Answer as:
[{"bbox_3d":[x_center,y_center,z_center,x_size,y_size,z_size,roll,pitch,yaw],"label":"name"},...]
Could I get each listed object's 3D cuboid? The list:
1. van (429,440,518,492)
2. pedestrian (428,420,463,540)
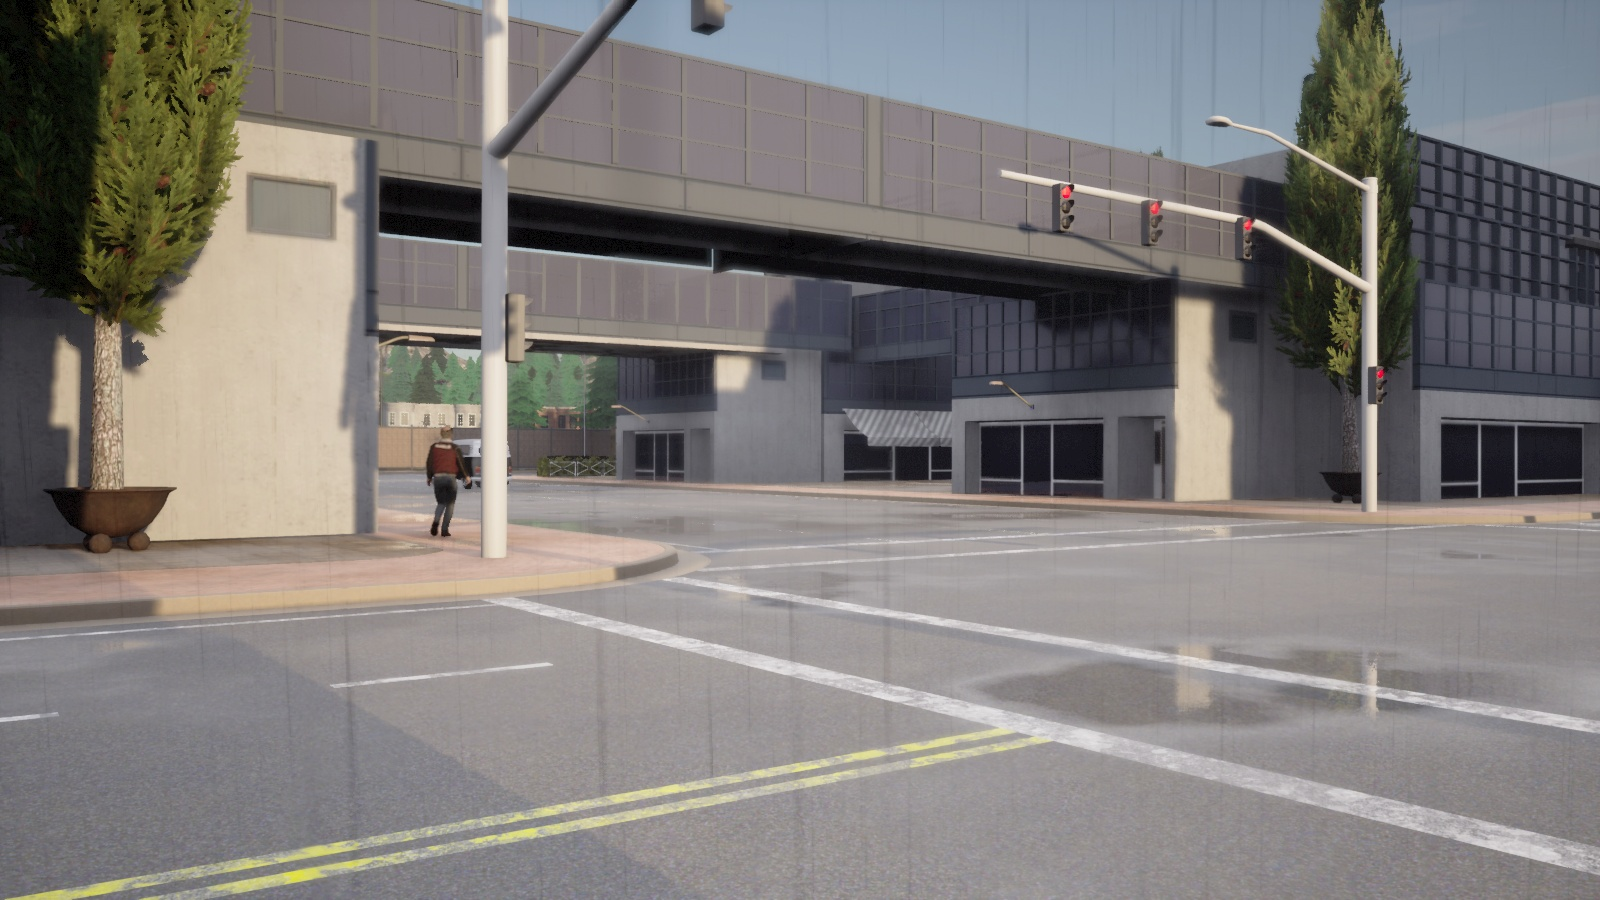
[{"bbox_3d":[-13.415,0.623,51.464,2.069,2.038,4.480,0,0,-36],"label":"van"},{"bbox_3d":[-5.580,0.464,19.797,0.376,1.854,0.720,0,0,-2],"label":"pedestrian"}]
